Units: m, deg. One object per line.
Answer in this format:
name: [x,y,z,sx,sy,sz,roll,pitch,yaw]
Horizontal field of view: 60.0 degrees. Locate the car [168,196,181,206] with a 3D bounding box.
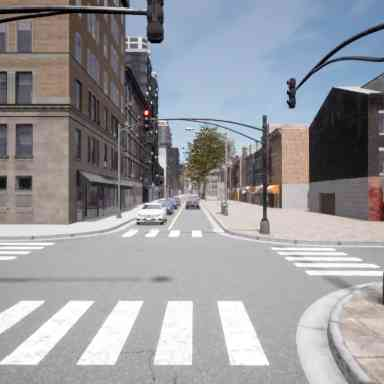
car: [-2.821,1.485,53.767,1.837,1.490,4.892,0,0,0]

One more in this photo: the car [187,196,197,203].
car: [0.082,1.547,69.286,1.994,1.385,4.181,0,0,0]

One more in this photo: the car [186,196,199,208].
car: [0.086,1.528,46.591,2.033,1.411,5.357,0,0,0]

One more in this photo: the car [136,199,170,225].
car: [-2.857,1.515,24.280,1.812,1.442,4.674,0,0,0]

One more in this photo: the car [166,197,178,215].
car: [-2.860,1.531,33.962,2.033,1.411,5.357,0,0,0]

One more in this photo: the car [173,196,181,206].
car: [-2.833,1.507,43.676,1.812,1.442,4.674,0,0,0]
